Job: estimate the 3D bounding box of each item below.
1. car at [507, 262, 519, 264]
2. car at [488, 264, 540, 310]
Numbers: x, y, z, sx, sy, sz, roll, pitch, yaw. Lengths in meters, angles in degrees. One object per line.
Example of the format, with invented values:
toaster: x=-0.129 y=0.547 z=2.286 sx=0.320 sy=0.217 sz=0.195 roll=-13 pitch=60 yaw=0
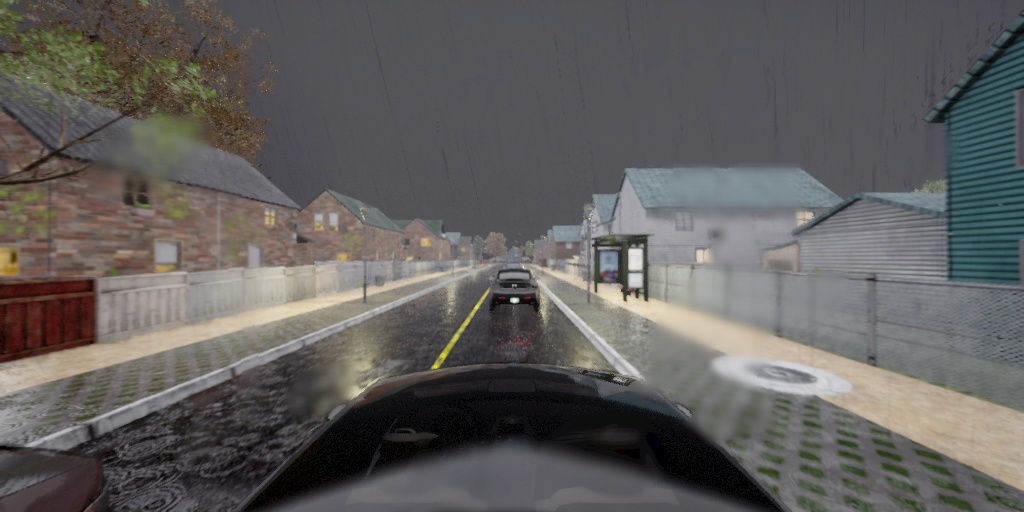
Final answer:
car: x=0.109 y=1.338 z=36.914 sx=2.033 sy=1.411 sz=5.357 roll=0 pitch=0 yaw=0
car: x=0.095 y=1.256 z=14.624 sx=1.837 sy=1.490 sz=4.892 roll=0 pitch=0 yaw=0
